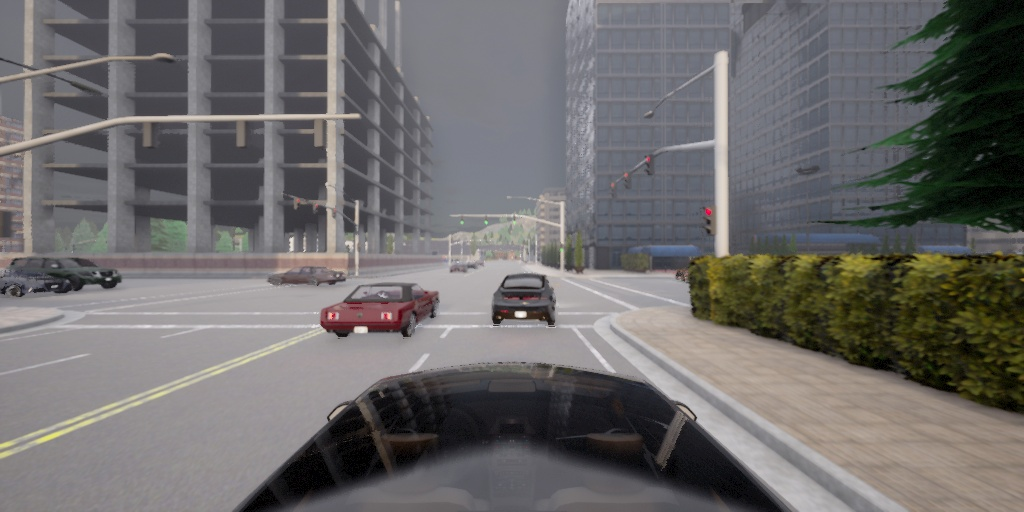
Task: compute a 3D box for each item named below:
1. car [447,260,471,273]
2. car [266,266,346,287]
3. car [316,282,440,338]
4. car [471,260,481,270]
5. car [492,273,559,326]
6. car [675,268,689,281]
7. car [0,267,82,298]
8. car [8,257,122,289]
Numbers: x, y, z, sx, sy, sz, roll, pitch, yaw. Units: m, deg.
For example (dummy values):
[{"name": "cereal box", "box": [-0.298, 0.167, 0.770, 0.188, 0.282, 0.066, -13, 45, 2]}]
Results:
[{"name": "car", "box": [-7.081, 1.566, 47.850, 1.994, 1.385, 4.181, 0, 0, 0]}, {"name": "car", "box": [-14.633, 1.429, 25.580, 5.357, 1.411, 2.033, 0, 0, 12]}, {"name": "car", "box": [-3.406, 1.398, 10.331, 1.895, 1.301, 4.718, 0, 0, 0]}, {"name": "car", "box": [-7.038, 1.682, 62.213, 1.895, 1.301, 4.718, 0, 0, 1]}, {"name": "car", "box": [0.532, 1.312, 11.958, 1.837, 1.490, 4.892, 0, 0, 7]}, {"name": "car", "box": [16.043, 1.255, 29.818, 4.553, 1.767, 2.097, 0, 0, 0]}, {"name": "car", "box": [-25.834, 1.408, 18.698, 4.181, 1.385, 1.994, 0, 0, 0]}, {"name": "car", "box": [-27.719, 1.086, 22.212, 5.566, 2.045, 2.150, 0, 0, 0]}]
